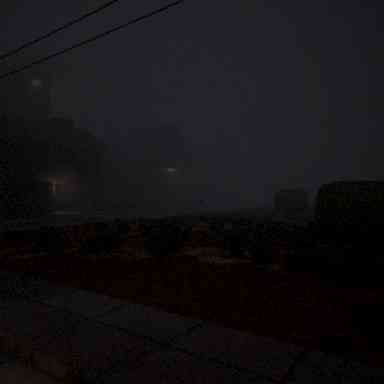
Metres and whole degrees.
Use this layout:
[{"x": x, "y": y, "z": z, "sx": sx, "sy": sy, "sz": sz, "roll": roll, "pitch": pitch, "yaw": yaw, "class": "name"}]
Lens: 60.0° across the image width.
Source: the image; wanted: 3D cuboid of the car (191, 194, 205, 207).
[{"x": 1.028, "y": 1.415, "z": 57.464, "sx": 1.905, "sy": 1.878, "sz": 3.866, "roll": 5, "pitch": 1, "yaw": -8, "class": "car"}]
